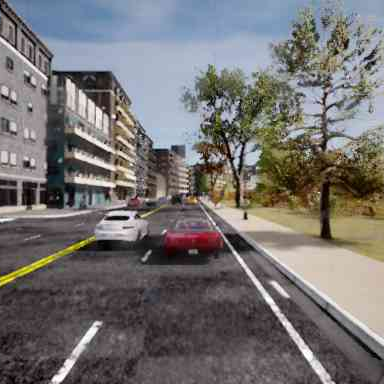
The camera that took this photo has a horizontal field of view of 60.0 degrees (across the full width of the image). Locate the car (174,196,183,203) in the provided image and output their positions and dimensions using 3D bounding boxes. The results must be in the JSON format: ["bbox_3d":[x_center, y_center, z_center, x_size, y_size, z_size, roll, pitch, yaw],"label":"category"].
[{"bbox_3d":[-3.227,1.772,80.056,1.837,1.490,4.892,0,0,0],"label":"car"}]

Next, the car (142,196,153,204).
[{"bbox_3d":[-9.729,1.719,72.418,1.812,1.442,4.674,0,0,0],"label":"car"}]

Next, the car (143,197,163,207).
[{"bbox_3d":[-6.542,1.844,56.112,1.895,1.301,4.718,0,0,0],"label":"car"}]

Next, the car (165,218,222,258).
[{"bbox_3d":[0.063,1.657,12.992,1.895,1.301,4.718,0,0,0],"label":"car"}]

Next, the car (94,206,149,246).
[{"bbox_3d":[-3.173,1.592,15.481,1.812,1.442,4.674,0,0,0],"label":"car"}]

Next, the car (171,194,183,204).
[{"bbox_3d":[-3.230,1.524,69.664,2.150,2.045,5.566,0,0,0],"label":"car"}]

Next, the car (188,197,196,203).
[{"bbox_3d":[0.023,1.867,80.084,1.895,1.301,4.718,0,0,0],"label":"car"}]

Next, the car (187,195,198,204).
[{"bbox_3d":[0.020,1.776,69.632,1.882,1.535,5.008,0,0,0],"label":"car"}]

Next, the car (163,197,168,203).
[{"bbox_3d":[-6.478,1.715,72.470,1.812,1.442,4.674,0,0,0],"label":"car"}]

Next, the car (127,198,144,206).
[{"bbox_3d":[-9.788,1.770,56.480,1.812,1.442,4.674,0,0,0],"label":"car"}]
